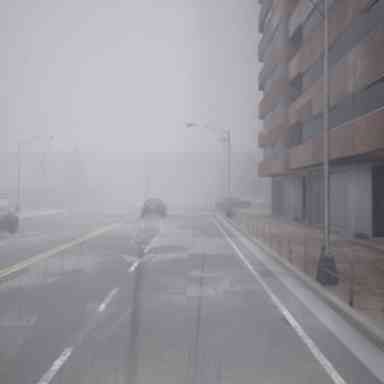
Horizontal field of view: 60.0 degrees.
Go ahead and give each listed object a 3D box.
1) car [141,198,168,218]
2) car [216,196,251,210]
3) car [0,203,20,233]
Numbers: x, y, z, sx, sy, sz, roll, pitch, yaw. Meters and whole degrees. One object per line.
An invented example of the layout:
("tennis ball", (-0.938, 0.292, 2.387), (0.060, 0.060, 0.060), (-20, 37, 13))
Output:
("car", (-3.407, 1.359, 30.805), (2.097, 1.767, 4.553), (0, 0, 0))
("car", (5.434, 1.335, 43.149), (4.553, 1.767, 2.097), (-1, 1, -23))
("car", (-10.592, 1.529, 16.943), (1.812, 1.442, 4.674), (0, 0, 0))
